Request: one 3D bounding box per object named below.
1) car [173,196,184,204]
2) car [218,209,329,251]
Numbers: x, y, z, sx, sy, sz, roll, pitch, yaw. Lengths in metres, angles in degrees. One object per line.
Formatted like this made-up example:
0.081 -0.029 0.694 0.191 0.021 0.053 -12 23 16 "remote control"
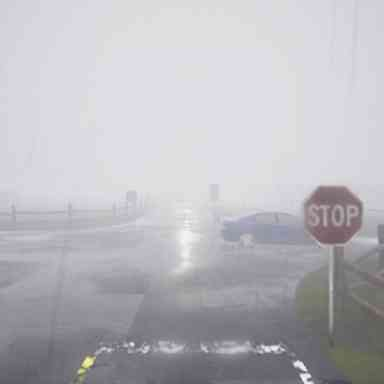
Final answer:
-2.573 1.570 65.798 1.994 1.385 4.181 0 0 0 "car"
3.613 1.511 13.885 5.008 1.535 1.882 1 0 -1 "car"
